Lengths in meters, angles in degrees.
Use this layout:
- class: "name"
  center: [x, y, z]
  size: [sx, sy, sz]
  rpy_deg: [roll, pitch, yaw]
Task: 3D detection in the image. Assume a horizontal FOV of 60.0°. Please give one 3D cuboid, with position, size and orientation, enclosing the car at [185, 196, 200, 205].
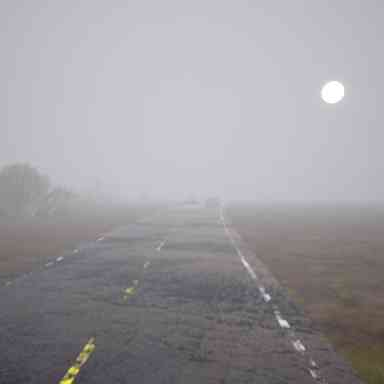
- class: "car"
  center: [0.106, 1.313, 50.706]
  size: [1.994, 1.385, 4.181]
  rpy_deg: [0, 0, 7]

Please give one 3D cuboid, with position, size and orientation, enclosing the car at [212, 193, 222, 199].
- class: "car"
  center: [6.773, 1.068, 89.974]
  size: [2.128, 1.511, 4.902]
  rpy_deg: [0, 0, 12]

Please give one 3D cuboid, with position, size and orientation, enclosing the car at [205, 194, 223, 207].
- class: "car"
  center: [2.912, 1.331, 47.341]
  size: [1.994, 1.385, 4.181]
  rpy_deg: [0, 0, 7]
